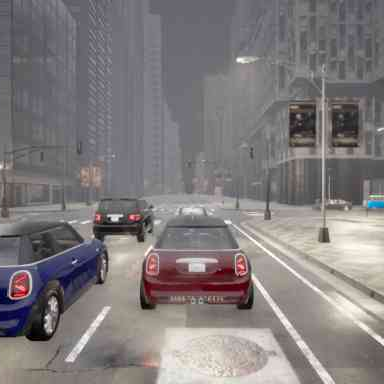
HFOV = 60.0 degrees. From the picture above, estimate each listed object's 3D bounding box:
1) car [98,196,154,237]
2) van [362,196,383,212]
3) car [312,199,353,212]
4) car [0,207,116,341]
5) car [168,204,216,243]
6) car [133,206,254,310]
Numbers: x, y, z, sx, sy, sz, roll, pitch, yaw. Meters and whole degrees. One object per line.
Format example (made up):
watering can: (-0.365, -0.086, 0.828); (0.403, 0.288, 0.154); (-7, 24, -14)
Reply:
car: (-3.181, 1.221, 16.372); (2.150, 2.045, 5.566); (0, 0, 0)
van: (21.423, 1.291, 37.565); (3.998, 1.788, 1.690); (0, 0, 0)
car: (15.805, 1.512, 37.579); (4.403, 1.369, 2.008); (0, 0, 0)
car: (-3.163, 1.352, 6.660); (2.097, 1.767, 4.553); (0, 0, 0)
car: (0.057, 1.491, 17.166); (2.128, 1.511, 4.902); (0, 0, 2)
car: (0.085, 1.352, 7.979); (2.097, 1.767, 4.553); (0, 0, 0)
